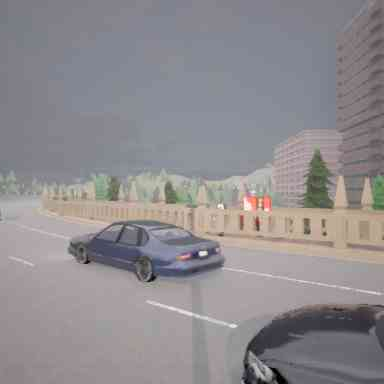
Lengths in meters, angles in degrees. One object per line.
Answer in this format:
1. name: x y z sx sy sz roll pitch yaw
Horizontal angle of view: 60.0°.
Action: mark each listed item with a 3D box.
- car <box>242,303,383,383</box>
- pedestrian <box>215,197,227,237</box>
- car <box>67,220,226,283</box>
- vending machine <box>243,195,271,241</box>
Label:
1. car: 2.701 1.491 2.193 4.902 1.511 2.128 0 0 35
2. pedestrian: 1.363 1.141 15.624 0.375 1.860 0.375 0 0 41
3. car: -1.578 1.547 9.755 5.357 1.411 2.033 0 0 42
4. vending machine: 3.120 1.195 16.002 0.880 2.100 1.100 0 0 41
